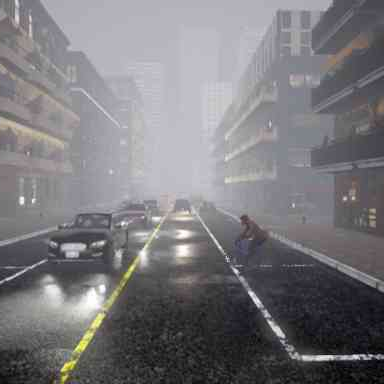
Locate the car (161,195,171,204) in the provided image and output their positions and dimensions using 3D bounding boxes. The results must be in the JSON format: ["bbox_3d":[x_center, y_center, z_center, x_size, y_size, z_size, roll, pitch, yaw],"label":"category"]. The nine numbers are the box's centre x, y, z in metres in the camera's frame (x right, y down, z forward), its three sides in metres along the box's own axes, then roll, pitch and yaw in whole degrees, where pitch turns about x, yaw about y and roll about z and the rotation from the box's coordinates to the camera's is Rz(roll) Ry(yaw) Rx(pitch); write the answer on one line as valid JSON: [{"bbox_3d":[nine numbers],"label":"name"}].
[{"bbox_3d":[-5.050,1.326,63.949,2.097,1.767,4.553,0,0,-1],"label":"car"}]

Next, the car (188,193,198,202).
[{"bbox_3d":[0.171,1.284,79.701,2.192,1.841,5.009,-1,0,-2],"label":"car"}]

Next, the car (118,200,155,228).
[{"bbox_3d":[-3.762,1.516,22.390,1.812,1.442,4.674,0,0,-1],"label":"car"}]

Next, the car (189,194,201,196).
[{"bbox_3d":[0.891,1.291,57.305,2.192,1.841,5.009,-1,0,-2],"label":"car"}]

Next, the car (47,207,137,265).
[{"bbox_3d":[-3.425,1.487,11.750,2.128,1.511,4.902,0,0,-2],"label":"car"}]

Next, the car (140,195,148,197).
[{"bbox_3d":[-6.912,1.423,40.268,1.967,1.590,4.097,-1,0,-2],"label":"car"}]

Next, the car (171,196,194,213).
[{"bbox_3d":[-1.044,1.490,36.306,1.837,1.490,4.892,0,0,-1],"label":"car"}]

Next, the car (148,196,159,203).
[{"bbox_3d":[-7.850,1.523,68.263,2.008,1.369,4.403,-1,0,-2],"label":"car"}]

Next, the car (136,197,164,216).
[{"bbox_3d":[-4.050,1.491,32.787,1.837,1.490,4.892,0,0,-1],"label":"car"}]

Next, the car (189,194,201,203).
[{"bbox_3d":[0.531,1.287,68.503,2.192,1.841,5.009,-1,0,-2],"label":"car"}]

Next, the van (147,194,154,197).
[{"bbox_3d":[-7.273,1.319,51.466,1.690,1.788,3.998,-1,0,-2],"label":"van"}]

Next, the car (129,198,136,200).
[{"bbox_3d":[-6.730,1.567,34.669,1.802,1.307,4.206,-1,0,-2],"label":"car"}]

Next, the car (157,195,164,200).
[{"bbox_3d":[-8.562,1.547,90.659,1.802,1.307,4.206,-1,0,-2],"label":"car"}]

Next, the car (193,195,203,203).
[{"bbox_3d":[1.248,1.506,46.276,1.752,1.417,4.829,-1,0,-2],"label":"car"}]

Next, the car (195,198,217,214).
[{"bbox_3d":[1.614,1.567,34.908,1.802,1.307,4.206,-1,0,-2],"label":"car"}]

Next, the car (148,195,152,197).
[{"bbox_3d":[-7.090,1.531,45.867,2.008,1.369,4.403,-1,0,-2],"label":"car"}]

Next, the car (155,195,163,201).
[{"bbox_3d":[-8.382,1.549,85.060,1.802,1.307,4.206,-1,0,-2],"label":"car"}]

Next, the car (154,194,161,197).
[{"bbox_3d":[-7.656,1.289,62.663,2.192,1.841,5.009,-1,0,-2],"label":"car"}]

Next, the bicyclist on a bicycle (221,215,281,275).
[{"bbox_3d":[1.597,1.441,8.995,1.656,1.620,0.582,-1,0,-2],"label":"bicyclist on a bicycle"}]
